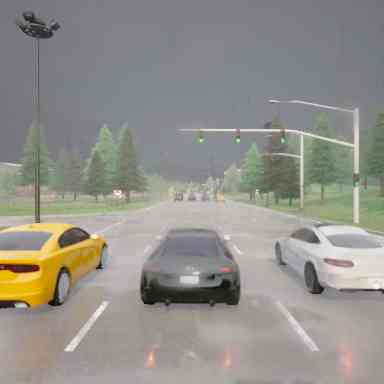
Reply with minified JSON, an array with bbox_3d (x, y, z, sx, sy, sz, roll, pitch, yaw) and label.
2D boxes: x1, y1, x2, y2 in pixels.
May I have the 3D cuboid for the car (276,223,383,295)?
[{"bbox_3d":[3.525,1.530,8.618,1.812,1.442,4.674,0,0,1],"label":"car"}]

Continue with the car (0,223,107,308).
[{"bbox_3d":[-3.483,1.482,8.038,1.882,1.535,5.008,0,0,0],"label":"car"}]

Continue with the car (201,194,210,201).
[{"bbox_3d":[3.512,1.591,82.074,1.994,1.385,4.181,0,0,0],"label":"car"}]

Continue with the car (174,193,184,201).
[{"bbox_3d":[-3.488,1.633,82.105,1.895,1.301,4.718,0,0,0],"label":"car"}]

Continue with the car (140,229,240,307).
[{"bbox_3d":[0.009,1.568,8.067,1.994,1.385,4.181,0,0,1],"label":"car"}]

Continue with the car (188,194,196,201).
[{"bbox_3d":[0.012,1.393,82.044,2.097,1.767,4.553,0,0,0],"label":"car"}]

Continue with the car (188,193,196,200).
[{"bbox_3d":[0.014,1.239,92.048,2.097,1.767,4.553,0,0,0],"label":"car"}]

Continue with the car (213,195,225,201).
[{"bbox_3d":[7.012,1.515,81.656,1.882,1.535,5.008,0,0,0],"label":"car"}]

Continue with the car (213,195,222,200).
[{"bbox_3d":[7.014,1.436,92.077,1.994,1.385,4.181,0,0,0],"label":"car"}]

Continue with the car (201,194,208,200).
[{"bbox_3d":[3.514,1.384,92.077,1.837,1.490,4.892,0,0,0],"label":"car"}]
